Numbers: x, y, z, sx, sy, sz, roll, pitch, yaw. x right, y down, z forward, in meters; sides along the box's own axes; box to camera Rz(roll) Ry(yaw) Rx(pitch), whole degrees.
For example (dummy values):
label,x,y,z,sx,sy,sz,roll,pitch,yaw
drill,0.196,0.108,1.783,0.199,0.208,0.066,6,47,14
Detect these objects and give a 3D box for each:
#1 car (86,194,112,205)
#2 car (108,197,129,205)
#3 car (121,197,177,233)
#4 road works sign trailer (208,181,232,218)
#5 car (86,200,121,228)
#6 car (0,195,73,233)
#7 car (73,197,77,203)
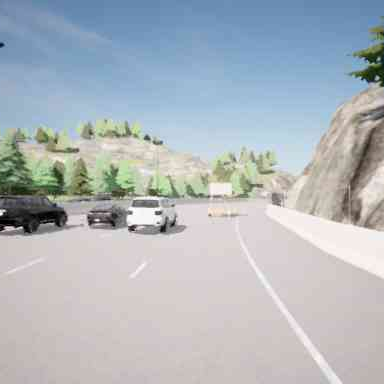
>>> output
label,x,y,z,sx,sy,sz,roll,pitch,yaw
car,-18.048,1.383,64.924,2.150,2.045,5.566,1,0,17
car,-14.323,1.768,65.089,1.994,1.385,4.181,1,0,18
car,-2.371,1.322,20.848,2.150,2.045,5.566,0,0,6
road works sign trailer,2.928,0.714,33.909,2.380,3.560,2.880,1,0,12
car,-5.596,1.563,23.015,2.128,1.511,4.902,1,0,7
car,-9.532,1.221,19.655,2.150,2.045,5.566,0,0,6
car,-21.763,1.655,64.761,2.033,1.411,5.357,1,0,17
